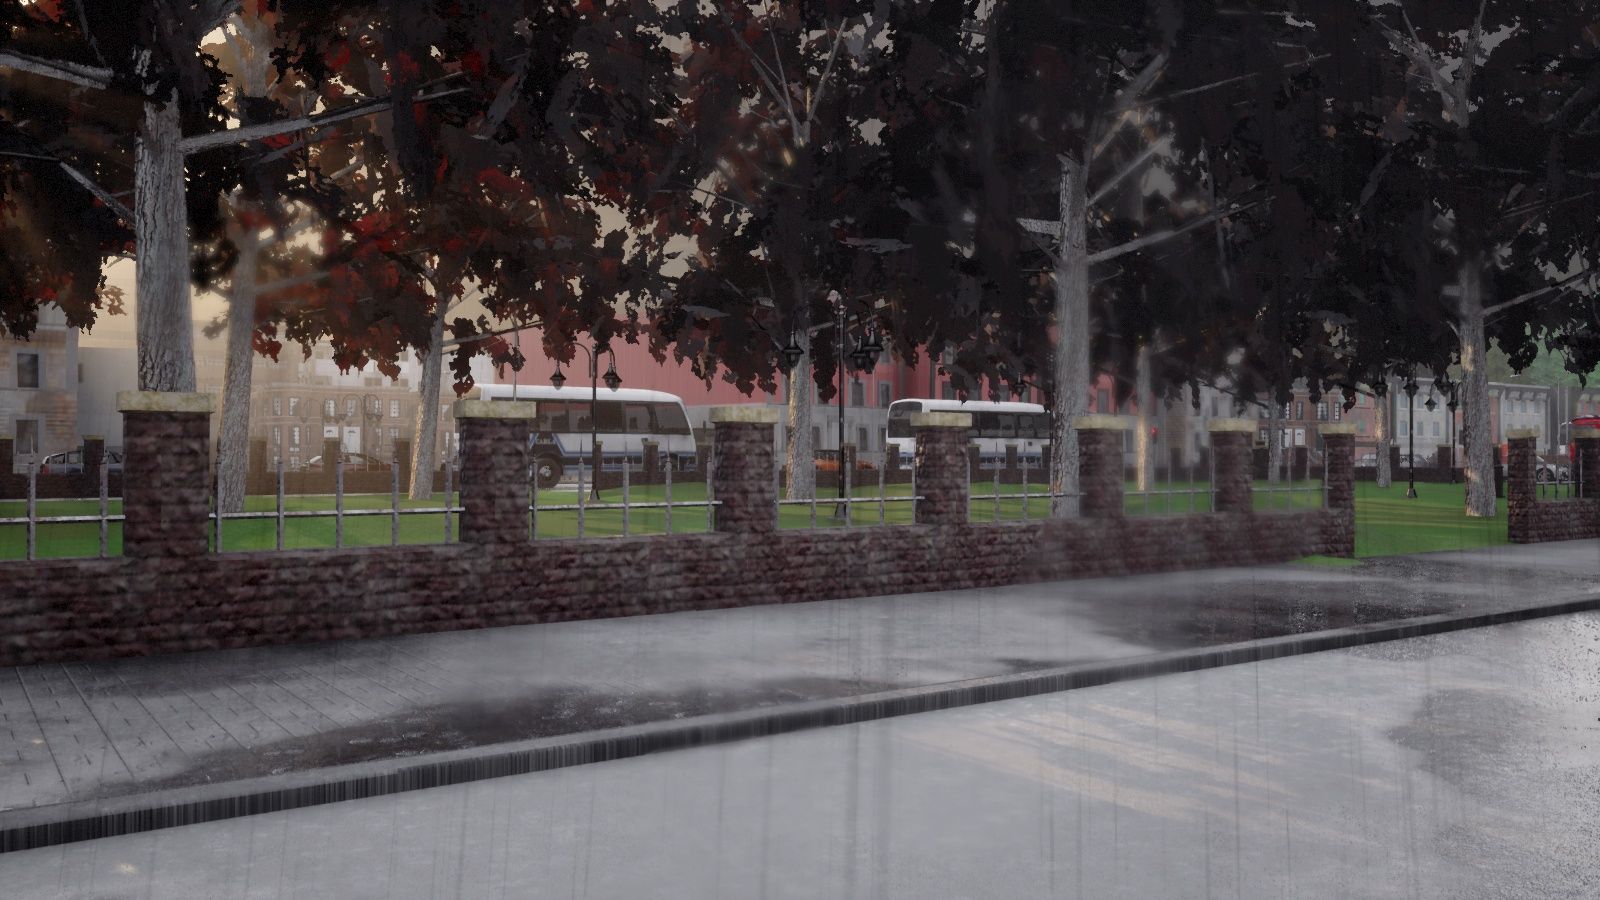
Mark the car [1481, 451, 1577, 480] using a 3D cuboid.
[{"bbox_3d":[37.564,0.789,64.729,1.970,1.475,3.806,0,0,-37],"label":"car"}]

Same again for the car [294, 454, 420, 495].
[{"bbox_3d":[-16.821,0.911,47.789,4.193,1.474,1.816,0,0,-35],"label":"car"}]

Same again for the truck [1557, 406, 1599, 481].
[{"bbox_3d":[43.418,-0.357,63.413,2.891,3.827,8.468,0,0,-34],"label":"truck"}]

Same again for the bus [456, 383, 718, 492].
[{"bbox_3d":[-8.897,-0.482,53.337,10.273,4.253,3.944,0,0,-35],"label":"bus"}]

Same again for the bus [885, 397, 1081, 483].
[{"bbox_3d":[9.780,-0.490,66.470,10.273,4.253,3.944,0,0,-34],"label":"bus"}]

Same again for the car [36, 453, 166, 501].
[{"bbox_3d":[-23.848,0.879,42.861,3.705,1.549,1.789,0,0,-35],"label":"car"}]

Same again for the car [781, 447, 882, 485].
[{"bbox_3d":[1.542,0.748,60.656,4.553,1.767,2.097,0,0,-35],"label":"car"}]

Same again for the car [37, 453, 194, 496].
[{"bbox_3d":[-25.397,0.869,46.662,4.902,1.511,2.128,0,0,-35],"label":"car"}]

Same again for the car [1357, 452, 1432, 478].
[{"bbox_3d":[35.425,0.867,74.892,1.845,1.501,3.633,0,0,-34],"label":"car"}]
